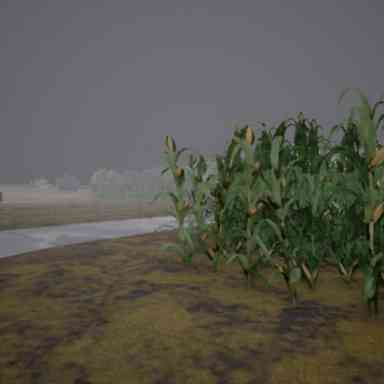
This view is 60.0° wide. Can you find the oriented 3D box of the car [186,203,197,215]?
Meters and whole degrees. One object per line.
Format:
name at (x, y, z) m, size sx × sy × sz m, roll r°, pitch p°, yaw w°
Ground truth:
car at (1.213, 1.392, 31.093) m, size 2.128 × 1.511 × 4.902 m, roll 1°, pitch 0°, yaw 35°
